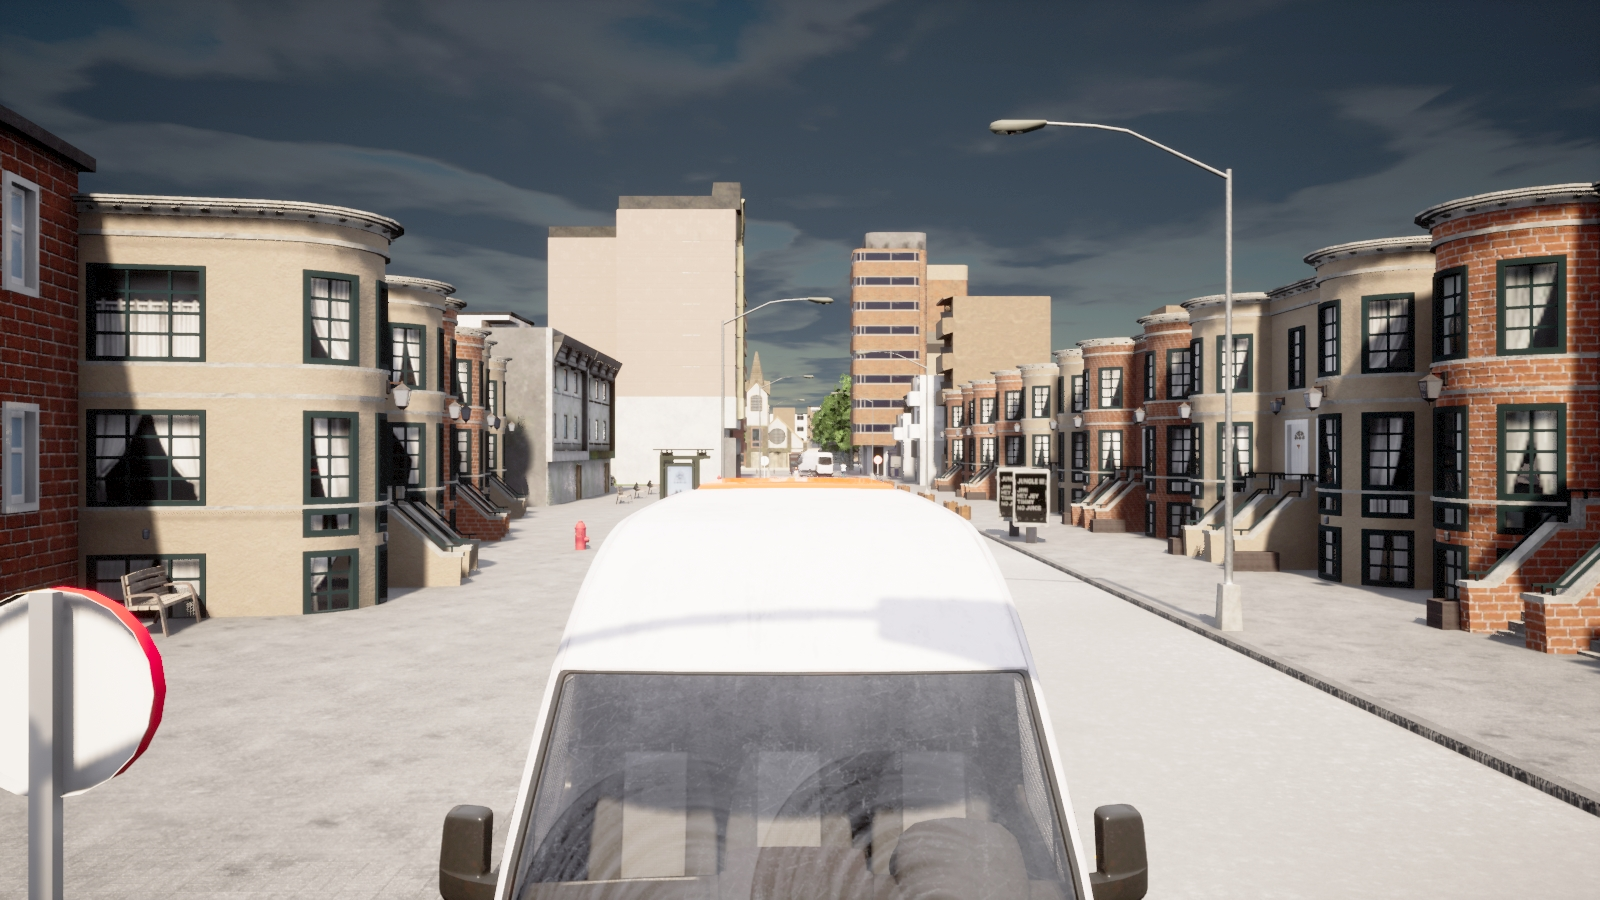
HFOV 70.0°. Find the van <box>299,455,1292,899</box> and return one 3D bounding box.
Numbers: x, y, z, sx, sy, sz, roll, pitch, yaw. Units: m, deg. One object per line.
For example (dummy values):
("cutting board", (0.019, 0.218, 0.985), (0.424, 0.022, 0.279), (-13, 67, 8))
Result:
("van", (-0.019, 1.314, 5.244), (1.988, 2.561, 5.915), (0, 0, 0))
